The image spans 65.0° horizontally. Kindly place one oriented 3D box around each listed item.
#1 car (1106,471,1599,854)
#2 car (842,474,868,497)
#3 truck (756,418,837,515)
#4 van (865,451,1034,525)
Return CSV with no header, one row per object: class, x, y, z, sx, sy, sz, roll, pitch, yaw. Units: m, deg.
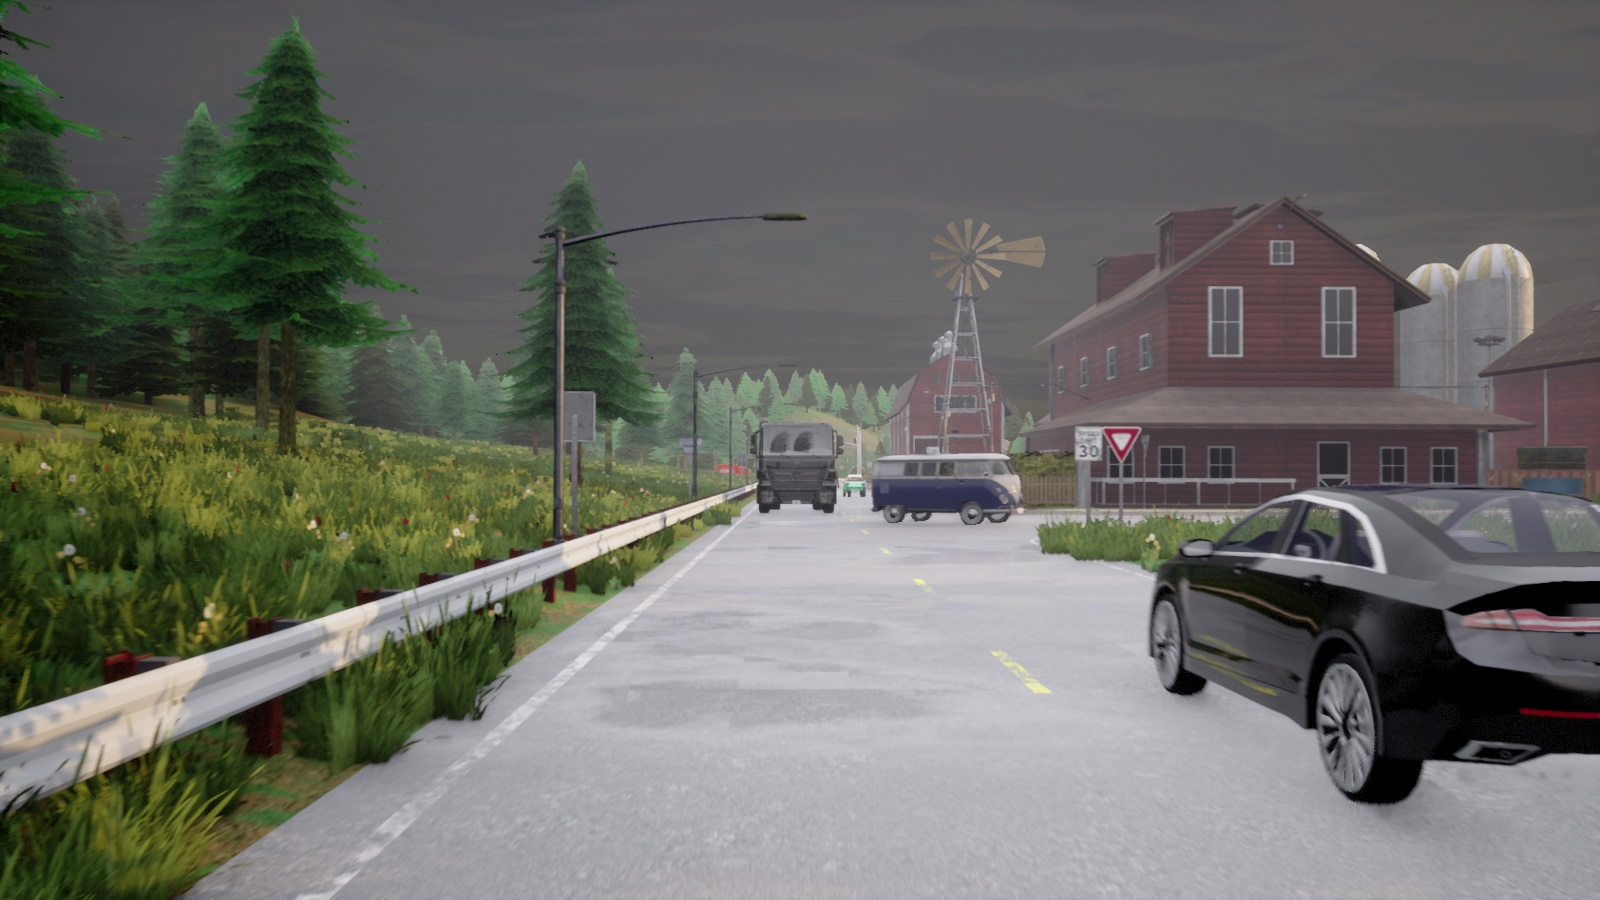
car,3.482,0.881,7.438,2.128,1.511,4.902,0,-1,0
car,3.315,2.131,76.163,1.481,1.376,2.207,0,-1,0
truck,-0.123,0.650,48.901,2.891,3.462,7.936,0,-1,0
van,4.214,1.071,35.730,4.442,1.987,1.775,-1,-1,37
